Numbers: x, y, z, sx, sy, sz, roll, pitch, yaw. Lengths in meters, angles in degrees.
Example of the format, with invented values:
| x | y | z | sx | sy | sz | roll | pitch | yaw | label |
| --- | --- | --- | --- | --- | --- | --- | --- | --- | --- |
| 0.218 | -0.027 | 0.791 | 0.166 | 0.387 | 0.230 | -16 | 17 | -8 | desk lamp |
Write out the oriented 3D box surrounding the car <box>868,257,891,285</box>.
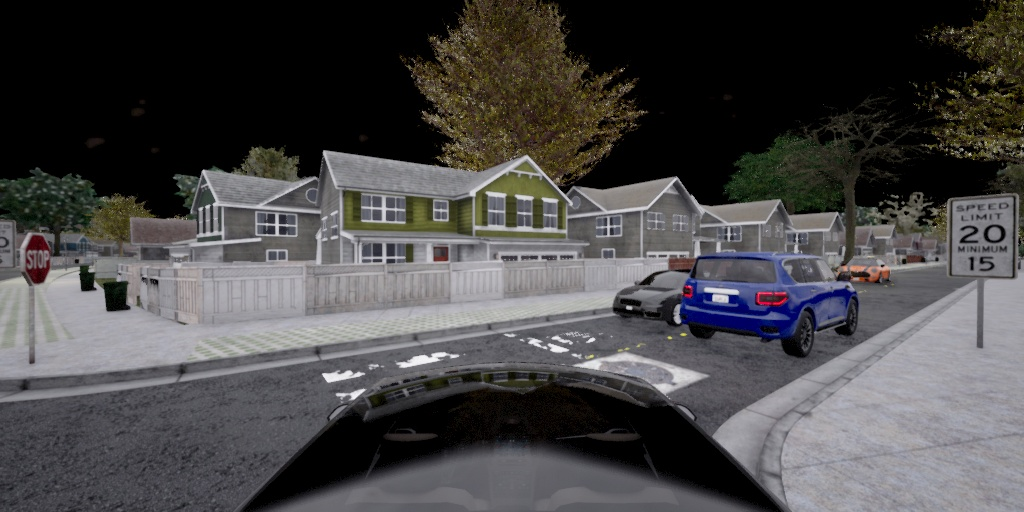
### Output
| x | y | z | sx | sy | sz | roll | pitch | yaw | label |
| --- | --- | --- | --- | --- | --- | --- | --- | --- | --- |
| 24.219 | 0.938 | 24.677 | 4.553 | 1.767 | 2.097 | 0 | 0 | -36 | car |

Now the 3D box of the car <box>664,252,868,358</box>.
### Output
| x | y | z | sx | sy | sz | roll | pitch | yaw | label |
| --- | --- | --- | --- | --- | --- | --- | --- | --- | --- |
| 6.328 | 0.927 | 8.650 | 5.566 | 2.045 | 2.150 | 0 | 1 | -35 | car |

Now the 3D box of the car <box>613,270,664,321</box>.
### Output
| x | y | z | sx | sy | sz | roll | pitch | yaw | label |
| --- | --- | --- | --- | --- | --- | --- | --- | --- | --- |
| 5.251 | 1.186 | 11.379 | 4.892 | 1.490 | 1.837 | 0 | 1 | -35 | car |
